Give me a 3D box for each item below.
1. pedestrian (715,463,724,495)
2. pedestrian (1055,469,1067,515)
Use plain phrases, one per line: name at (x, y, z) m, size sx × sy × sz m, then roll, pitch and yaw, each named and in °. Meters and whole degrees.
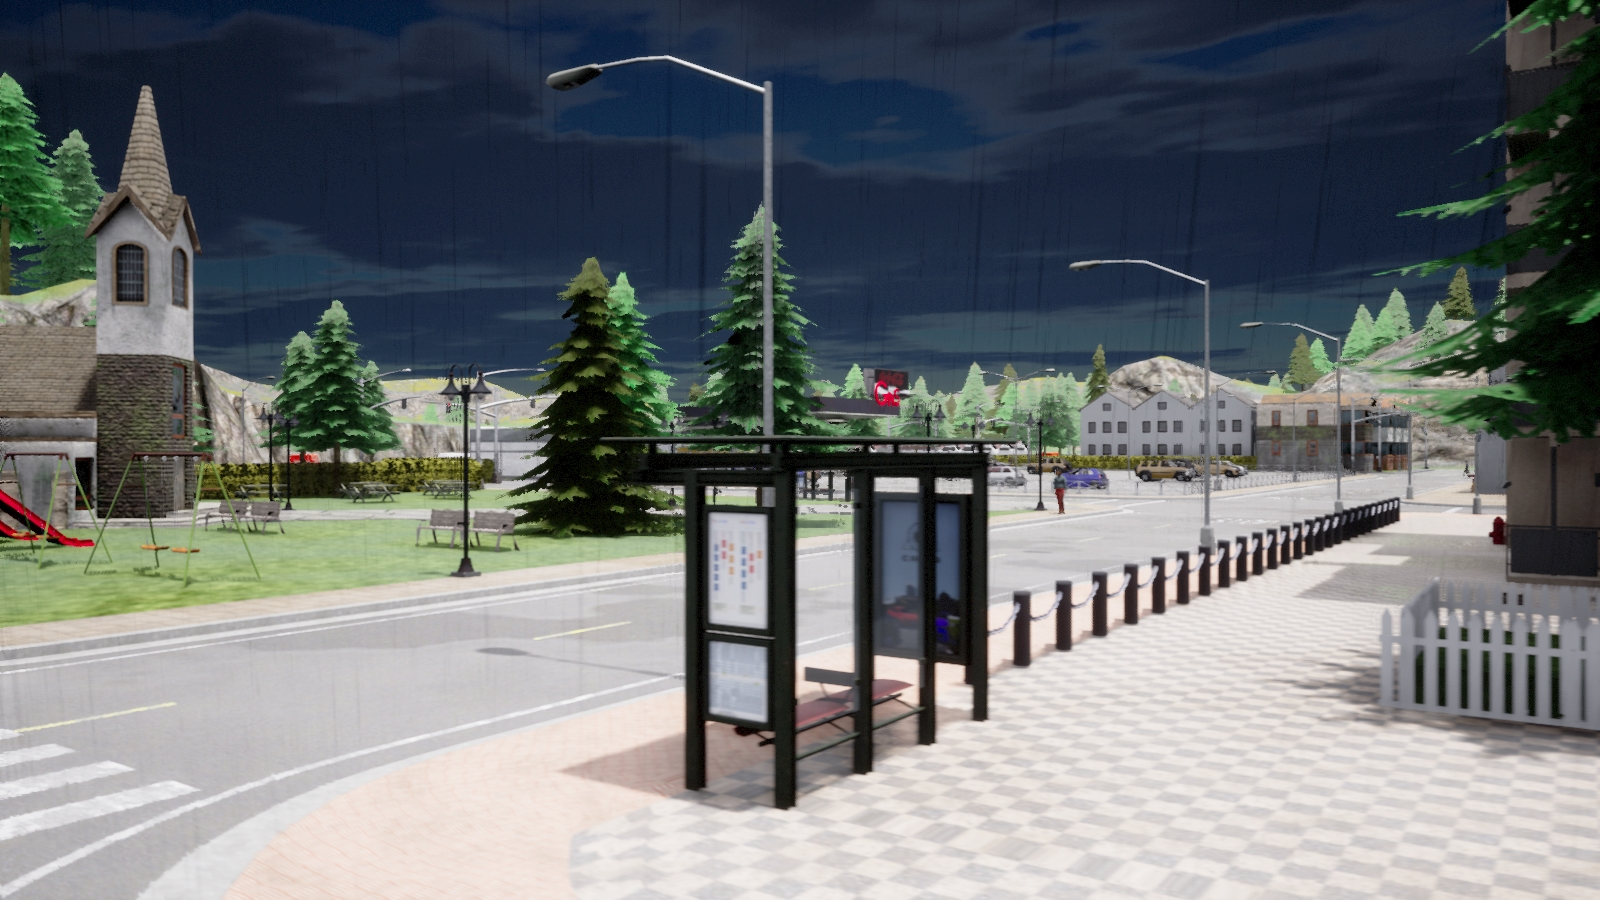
pedestrian at (-4.824, 1.724, 68.336) m, size 0.375 × 1.860 × 0.375 m, roll 0°, pitch 0°, yaw 37°
pedestrian at (10.657, 1.692, 46.678) m, size 0.375 × 1.860 × 0.375 m, roll 0°, pitch 0°, yaw 36°
